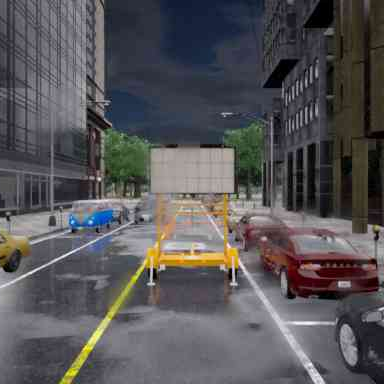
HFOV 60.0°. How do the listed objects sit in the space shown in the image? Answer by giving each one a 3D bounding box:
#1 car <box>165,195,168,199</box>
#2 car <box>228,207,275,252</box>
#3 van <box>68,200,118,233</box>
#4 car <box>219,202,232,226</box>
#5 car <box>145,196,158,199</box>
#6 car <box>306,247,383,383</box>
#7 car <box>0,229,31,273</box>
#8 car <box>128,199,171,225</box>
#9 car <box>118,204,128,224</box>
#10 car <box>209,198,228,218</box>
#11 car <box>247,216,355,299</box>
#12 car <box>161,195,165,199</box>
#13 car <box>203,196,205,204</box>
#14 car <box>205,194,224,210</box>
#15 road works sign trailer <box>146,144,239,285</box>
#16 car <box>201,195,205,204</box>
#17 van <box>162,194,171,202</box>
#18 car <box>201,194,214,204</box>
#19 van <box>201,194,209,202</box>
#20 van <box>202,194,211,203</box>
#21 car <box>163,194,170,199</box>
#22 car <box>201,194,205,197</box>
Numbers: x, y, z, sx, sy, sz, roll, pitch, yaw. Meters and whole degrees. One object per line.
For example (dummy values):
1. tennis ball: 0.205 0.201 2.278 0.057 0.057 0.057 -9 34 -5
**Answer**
1. car: -5.674 1.578 57.231 1.947 1.339 4.313 0 0 0
2. car: 2.784 1.545 13.717 1.887 1.381 4.507 0 0 0
3. van: -5.733 1.342 19.168 1.690 1.788 3.998 0 0 0
4. car: 2.792 1.526 19.325 1.752 1.417 4.829 0 0 0
5. car: -5.699 1.571 40.918 1.947 1.339 4.313 0 0 0
6. car: 2.767 1.551 2.842 2.008 1.369 4.403 0 0 0
7. car: -5.750 1.525 8.123 1.752 1.417 4.829 0 0 0
8. car: -2.962 1.493 24.172 2.128 1.511 4.902 0 0 0
9. car: -5.725 1.552 24.606 2.008 1.369 4.403 0 0 0
10. car: 2.809 1.527 30.200 1.752 1.417 4.829 0 0 0
11. car: 2.775 1.544 8.280 1.887 1.381 4.507 0 0 0
12. car: -5.683 1.535 51.624 1.752 1.417 4.829 0 0 0
13. car: 2.835 1.532 46.513 1.752 1.417 4.829 0 0 0
14. car: 2.817 1.318 35.468 2.192 1.841 5.009 0 0 0
15. road works sign trailer: 0.015 0.464 9.426 2.380 3.560 2.880 0 0 0
16. car: 2.843 1.554 51.780 1.887 1.381 4.507 0 0 0
17. van: -5.649 1.364 73.544 1.690 1.788 3.998 0 0 0
18. car: 2.859 1.330 62.656 2.192 1.841 5.009 0 0 0
19. van: 2.876 1.363 73.531 1.690 1.788 3.998 0 0 0
20. van: 2.868 1.360 68.093 1.690 1.788 3.998 0 0 0
21. car: -5.666 1.541 62.499 1.752 1.417 4.829 0 0 0
22. car: 2.851 1.452 57.218 1.967 1.590 4.097 0 0 0
